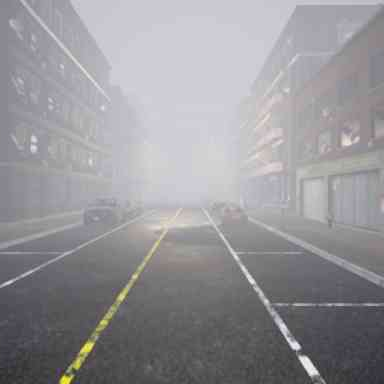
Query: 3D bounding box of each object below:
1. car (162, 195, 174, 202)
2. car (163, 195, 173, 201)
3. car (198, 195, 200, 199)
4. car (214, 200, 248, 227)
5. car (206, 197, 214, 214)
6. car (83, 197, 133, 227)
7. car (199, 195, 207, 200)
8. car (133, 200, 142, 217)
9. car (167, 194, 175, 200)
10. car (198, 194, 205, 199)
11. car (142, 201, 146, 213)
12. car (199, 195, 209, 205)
[{"bbox_3d":[-5.680,1.396,73.053,2.008,1.369,4.403,0,0,0],"label":"car"},{"bbox_3d":[-5.680,1.384,78.690,2.008,1.369,4.403,0,0,0],"label":"car"},{"bbox_3d":[2.702,1.358,78.854,1.752,1.417,4.829,0,0,0],"label":"car"},{"bbox_3d":[2.694,1.480,22.492,1.752,1.417,4.829,0,0,0],"label":"car"},{"bbox_3d":[2.695,1.476,33.595,1.887,1.381,4.507,0,0,0],"label":"car"},{"bbox_3d":[-5.685,1.270,22.327,2.192,1.841,5.009,0,0,0],"label":"car"},{"bbox_3d":[2.702,1.386,84.321,1.947,1.339,4.313,0,0,0],"label":"car"},{"bbox_3d":[-5.685,1.383,27.963,1.967,1.590,4.097,0,0,0],"label":"car"},{"bbox_3d":[-5.678,1.352,89.962,1.887,1.381,4.507,0,0,0],"label":"car"},{"bbox_3d":[2.703,1.377,95.593,1.802,1.307,4.206,0,0,0],"label":"car"},{"bbox_3d":[-5.685,1.476,33.600,1.887,1.381,4.507,0,0,0],"label":"car"},{"bbox_3d":[2.699,1.434,56.139,2.008,1.369,4.403,0,0,0],"label":"car"}]
